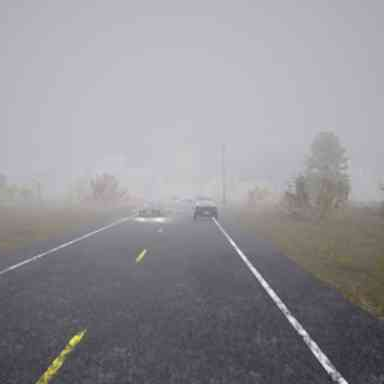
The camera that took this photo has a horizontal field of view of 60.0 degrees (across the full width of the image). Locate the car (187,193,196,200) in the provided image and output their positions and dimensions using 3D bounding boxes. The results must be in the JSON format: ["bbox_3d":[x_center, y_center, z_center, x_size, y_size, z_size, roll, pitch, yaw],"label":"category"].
[{"bbox_3d":[-0.024,1.023,77.327,2.033,1.411,5.357,0,0,0],"label":"car"}]

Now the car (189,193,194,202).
[{"bbox_3d":[1.039,1.159,42.906,2.097,1.767,4.553,0,0,0],"label":"car"}]

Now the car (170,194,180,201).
[{"bbox_3d":[-3.516,1.182,70.408,1.994,1.385,4.181,0,0,0],"label":"car"}]

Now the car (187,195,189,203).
[{"bbox_3d":[-0.014,1.297,61.324,1.895,1.301,4.718,0,0,0],"label":"car"}]

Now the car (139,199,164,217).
[{"bbox_3d":[-3.602,1.401,30.040,1.812,1.442,4.674,0,0,0],"label":"car"}]

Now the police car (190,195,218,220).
[{"bbox_3d":[1.043,1.315,27.043,1.930,1.638,5.238,0,0,0],"label":"police car"}]
